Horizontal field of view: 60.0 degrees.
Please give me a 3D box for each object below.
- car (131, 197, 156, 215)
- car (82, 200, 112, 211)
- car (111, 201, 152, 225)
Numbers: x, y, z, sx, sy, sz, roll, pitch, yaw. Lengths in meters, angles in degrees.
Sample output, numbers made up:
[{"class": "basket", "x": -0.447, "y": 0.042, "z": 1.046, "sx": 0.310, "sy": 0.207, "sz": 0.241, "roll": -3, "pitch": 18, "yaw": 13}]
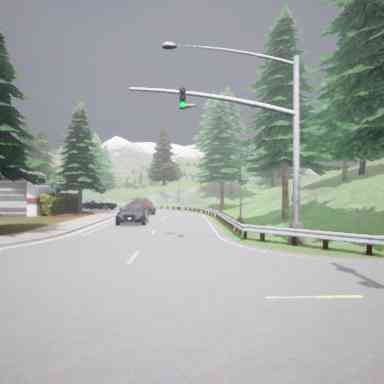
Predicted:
[{"class": "car", "x": -5.098, "y": 1.341, "z": 33.529, "sx": 2.097, "sy": 1.767, "sz": 4.553, "roll": 0, "pitch": 0, "yaw": -20}, {"class": "car", "x": -11.733, "y": 1.594, "z": 41.216, "sx": 4.718, "sy": 1.301, "sz": 1.895, "roll": 0, "pitch": 0, "yaw": 14}, {"class": "car", "x": -4.188, "y": 1.556, "z": 23.746, "sx": 1.994, "sy": 1.385, "sz": 4.181, "roll": 0, "pitch": 0, "yaw": -3}]
